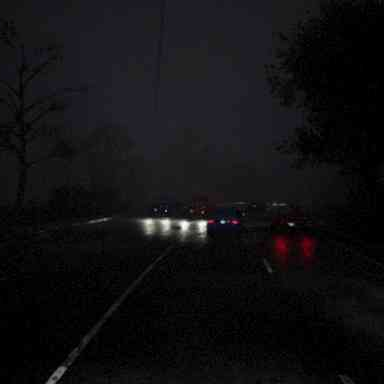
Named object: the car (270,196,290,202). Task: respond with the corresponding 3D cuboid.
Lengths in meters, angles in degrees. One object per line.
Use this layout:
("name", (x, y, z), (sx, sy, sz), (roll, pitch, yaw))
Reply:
("car", (18.087, 1.544, 66.920), (1.882, 1.535, 5.008), (0, 0, 35))

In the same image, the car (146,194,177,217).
("car", (-2.450, 1.214, 31.770), (2.150, 2.045, 5.566), (0, 0, 16))

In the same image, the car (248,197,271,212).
("car", (7.840, 1.599, 39.839), (1.994, 1.385, 4.181), (0, 0, 21))

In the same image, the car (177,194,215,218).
("car", (0.706, 1.227, 30.054), (2.150, 2.045, 5.566), (0, 0, 16))

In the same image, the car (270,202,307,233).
("car", (5.762, 1.550, 20.056), (1.812, 1.442, 4.674), (0, 0, 11))

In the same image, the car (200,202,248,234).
("car", (1.998, 1.558, 19.198), (2.033, 1.411, 5.357), (0, 0, 10))
